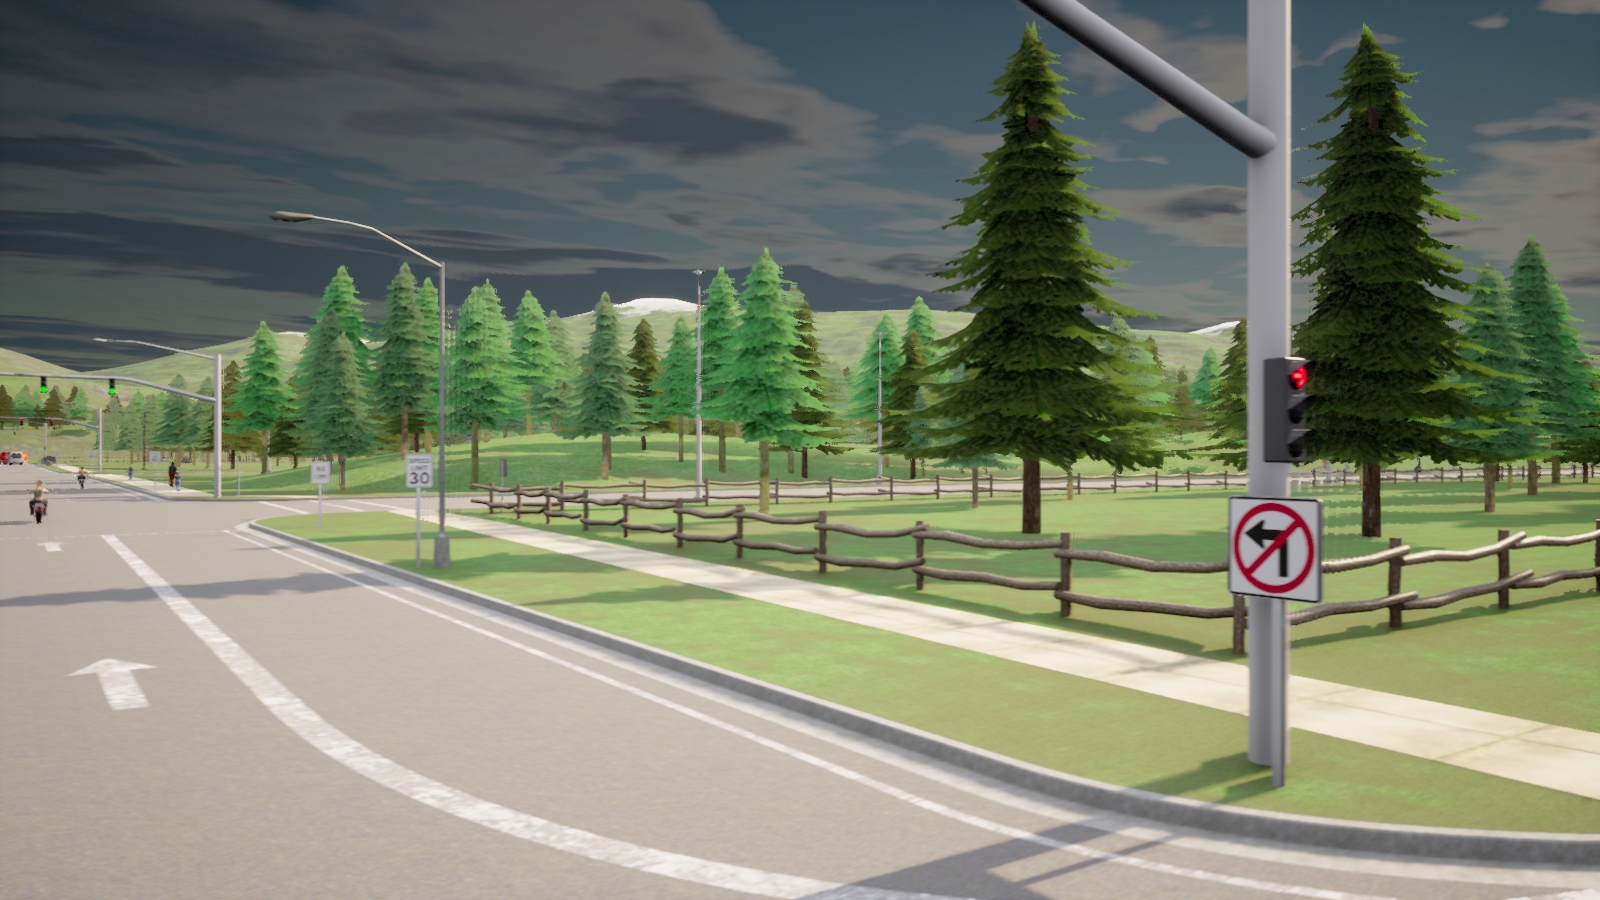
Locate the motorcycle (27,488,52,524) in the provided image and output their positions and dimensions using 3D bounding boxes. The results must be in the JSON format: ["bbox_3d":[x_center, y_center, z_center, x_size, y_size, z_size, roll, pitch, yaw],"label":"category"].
[{"bbox_3d":[-29.618,2.155,44.470,0.764,1.307,2.356,0,0,-34],"label":"motorcycle"}]
